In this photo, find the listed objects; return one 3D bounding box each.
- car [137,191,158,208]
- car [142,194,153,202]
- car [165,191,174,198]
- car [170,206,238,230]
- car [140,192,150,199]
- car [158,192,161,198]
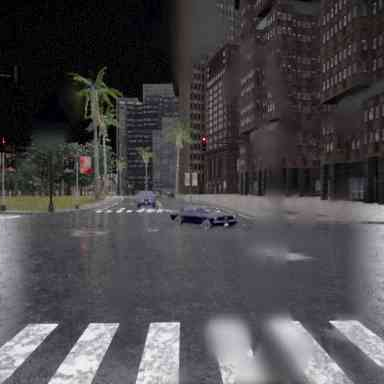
[{"bbox_3d":[-5.713,0.883,41.897,2.150,2.045,5.566,0,1,-7],"label":"car"},{"bbox_3d":[-7.850,1.023,58.437,1.994,1.385,4.181,0,1,-8],"label":"car"},{"bbox_3d":[-5.529,0.645,82.685,1.837,1.490,4.892,0,1,-12],"label":"car"},{"bbox_3d":[0.621,1.525,20.592,1.895,1.301,4.718,-1,1,-36],"label":"car"},{"bbox_3d":[-10.363,0.744,73.762,1.994,1.385,4.181,0,1,-11],"label":"car"},{"bbox_3d":[-8.830,0.665,82.585,2.128,1.511,4.902,0,1,-13],"label":"car"}]
